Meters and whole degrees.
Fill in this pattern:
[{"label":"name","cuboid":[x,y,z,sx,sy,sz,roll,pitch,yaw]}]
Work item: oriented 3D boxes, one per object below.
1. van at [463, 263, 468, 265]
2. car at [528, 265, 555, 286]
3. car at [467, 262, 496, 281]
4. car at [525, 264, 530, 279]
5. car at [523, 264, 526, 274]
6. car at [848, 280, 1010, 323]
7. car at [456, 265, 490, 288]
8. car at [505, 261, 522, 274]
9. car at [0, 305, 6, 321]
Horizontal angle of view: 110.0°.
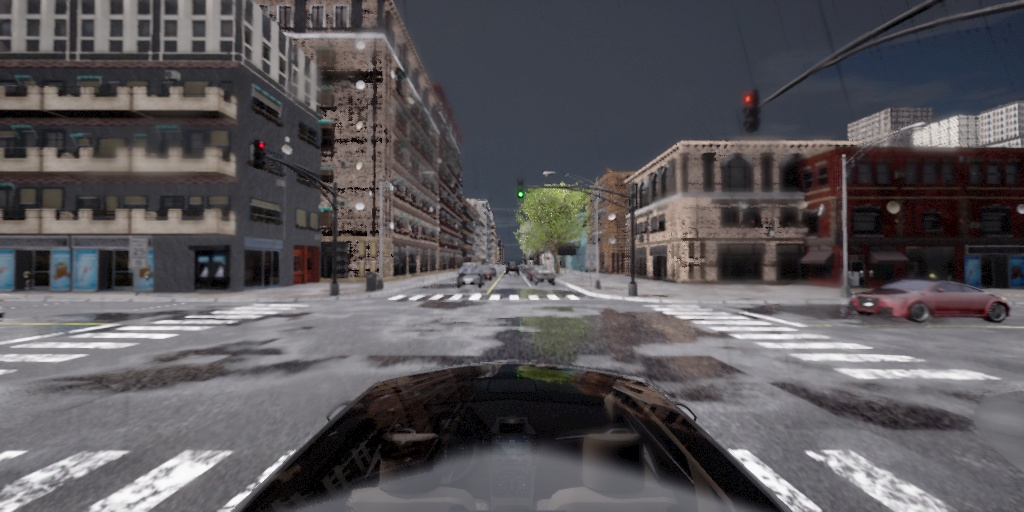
[{"label":"van","cuboid":[-5.704,1.817,47.601,1.690,1.789,3.998,0,0,0]},{"label":"car","cuboid":[2.682,1.750,30.514,2.007,1.370,4.403,0,0,0]},{"label":"car","cuboid":[-3.109,1.669,37.769,2.097,1.767,4.553,0,-1,0]},{"label":"car","cuboid":[2.681,1.732,36.210,1.967,1.591,4.097,0,0,0]},{"label":"car","cuboid":[2.679,1.824,41.906,1.967,1.591,4.097,0,0,0]},{"label":"car","cuboid":[14.716,1.550,12.827,4.181,1.385,1.994,0,-1,0]},{"label":"car","cuboid":[-3.109,1.648,27.874,2.128,1.511,4.902,0,-1,0]},{"label":"car","cuboid":[0.076,1.863,57.444,2.150,2.045,5.566,0,-1,0]},{"label":"car","cuboid":[-16.529,1.337,9.398,4.674,1.442,1.812,0,-1,0]}]
